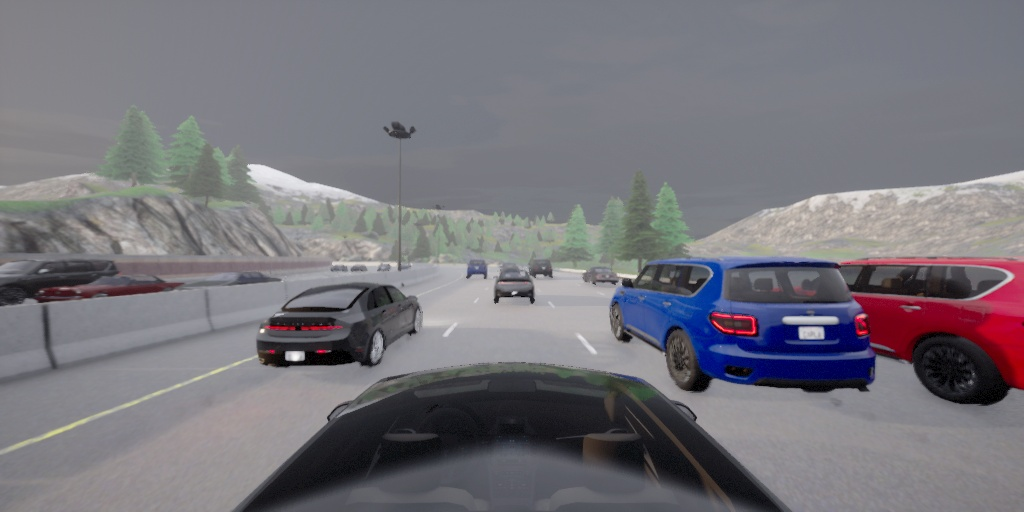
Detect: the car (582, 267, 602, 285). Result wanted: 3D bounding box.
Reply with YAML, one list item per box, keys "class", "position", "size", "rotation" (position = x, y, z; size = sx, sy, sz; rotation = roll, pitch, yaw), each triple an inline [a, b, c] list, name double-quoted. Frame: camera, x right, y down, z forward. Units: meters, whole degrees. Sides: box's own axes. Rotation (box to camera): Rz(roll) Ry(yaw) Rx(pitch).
- class: "car"
  position: [7.073, 1.608, 29.250]
  size: [2.033, 1.411, 5.357]
  rotation: [0, -1, -1]

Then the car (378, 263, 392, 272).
- class: "car"
  position: [-21.481, 1.906, 60.619]
  size: [2.128, 1.511, 4.902]
  rotation: [0, -1, -13]

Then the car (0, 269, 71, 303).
- class: "car"
  position: [-24.600, 1.424, 16.783]
  size: [1.837, 1.490, 4.892]
  rotation: [0, -1, 0]

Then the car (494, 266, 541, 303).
- class: "car"
  position: [0.108, 1.426, 18.037]
  size: [2.128, 1.511, 4.902]
  rotation: [0, -1, 0]

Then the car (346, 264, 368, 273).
- class: "car"
  position: [-24.223, 1.920, 57.014]
  size: [2.033, 1.411, 5.357]
  rotation: [0, -1, -11]

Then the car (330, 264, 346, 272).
- class: "car"
  position: [-28.176, 1.951, 58.543]
  size: [1.994, 1.385, 4.181]
  rotation: [0, -1, -13]

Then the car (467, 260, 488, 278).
- class: "car"
  position: [-3.936, 1.410, 40.540]
  size: [2.150, 2.045, 5.566]
  rotation: [0, 0, -5]

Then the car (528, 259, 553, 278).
- class: "car"
  position: [3.107, 1.406, 40.137]
  size: [2.150, 2.045, 5.566]
  rotation: [0, 0, -4]

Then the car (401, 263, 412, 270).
- class: "car"
  position: [-17.985, 1.966, 61.120]
  size: [2.033, 1.411, 5.357]
  rotation: [0, -1, -13]

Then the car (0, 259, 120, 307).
- class: "car"
  position: [-21.093, 1.132, 16.122]
  size: [2.150, 2.045, 5.566]
  rotation: [0, 0, 0]

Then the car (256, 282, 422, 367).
- class: "car"
  position: [-3.405, 1.328, 8.062]
  size: [1.837, 1.490, 4.892]
  rotation: [0, 0, 0]

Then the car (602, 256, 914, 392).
- class: "car"
  position: [3.595, 1.033, 6.979]
  size: [2.150, 2.045, 5.566]
  rotation: [0, 0, 0]

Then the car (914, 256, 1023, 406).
- class: "car"
  position: [7.093, 1.028, 6.491]
  size: [2.150, 2.045, 5.566]
  rotation: [0, 0, 0]

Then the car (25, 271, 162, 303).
- class: "car"
  position: [-17.594, 1.512, 16.098]
  size: [1.895, 1.301, 4.718]
  rotation: [0, -1, 0]

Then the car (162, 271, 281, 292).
- class: "car"
  position: [-14.086, 1.483, 18.266]
  size: [2.033, 1.411, 5.357]
  rotation: [0, -1, 0]

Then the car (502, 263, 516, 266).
- class: "car"
  position: [-0.366, 1.520, 38.885]
  size: [2.097, 1.767, 4.553]
  rotation: [0, -1, -4]
